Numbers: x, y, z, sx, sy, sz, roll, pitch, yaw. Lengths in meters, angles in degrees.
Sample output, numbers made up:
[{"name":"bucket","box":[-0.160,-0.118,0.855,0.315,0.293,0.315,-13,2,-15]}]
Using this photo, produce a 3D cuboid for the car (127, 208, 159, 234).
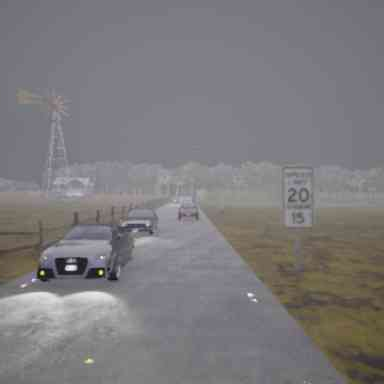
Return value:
[{"name":"car","box":[-3.082,1.732,20.682,2.033,1.411,5.357,0,0,-1]}]

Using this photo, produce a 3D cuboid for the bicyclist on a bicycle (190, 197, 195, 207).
[{"name":"bicyclist on a bicycle","box":[0.045,1.756,57.245,0.866,1.612,1.509,0,0,-1]}]

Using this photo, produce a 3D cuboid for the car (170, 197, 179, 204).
[{"name":"car","box":[-3.646,1.899,71.891,2.128,1.511,4.902,0,0,-1]}]

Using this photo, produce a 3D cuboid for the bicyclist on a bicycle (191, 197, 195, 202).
[{"name":"bicyclist on a bicycle","box":[0.163,1.656,48.243,0.659,1.776,1.843,0,0,-1]}]

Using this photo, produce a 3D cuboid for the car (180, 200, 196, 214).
[{"name":"car","box":[-0.490,1.771,41.148,1.837,1.490,4.892,0,0,0]}]

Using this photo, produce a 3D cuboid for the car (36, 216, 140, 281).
[{"name":"car","box":[-2.952,1.663,10.049,1.994,1.385,4.181,0,0,-1]}]

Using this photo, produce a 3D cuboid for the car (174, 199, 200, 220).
[{"name":"car","box":[-0.315,1.720,30.702,2.128,1.511,4.902,0,0,0]}]
